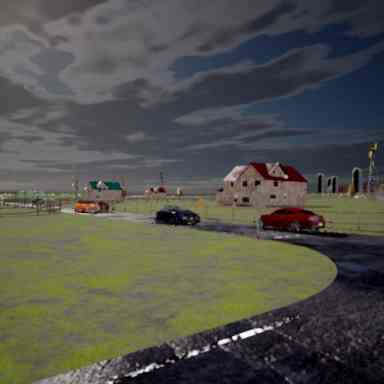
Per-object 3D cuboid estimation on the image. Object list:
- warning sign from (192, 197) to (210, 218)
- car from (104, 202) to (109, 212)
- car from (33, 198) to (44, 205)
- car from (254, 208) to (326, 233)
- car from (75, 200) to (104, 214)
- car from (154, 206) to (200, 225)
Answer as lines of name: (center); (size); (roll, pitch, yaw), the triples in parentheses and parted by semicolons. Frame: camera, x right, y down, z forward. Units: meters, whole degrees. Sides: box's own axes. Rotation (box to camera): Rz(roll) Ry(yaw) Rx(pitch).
warning sign: (0.891, 1.469, 31.804); (1.300, 1.860, 1.060); (2, -1, -36)
car: (-13.487, 2.030, 47.543); (1.882, 1.535, 5.008); (1, -2, -35)
car: (-39.013, 2.499, 84.373); (2.097, 1.767, 4.553); (1, -2, -36)
car: (5.978, 1.691, 20.712); (1.812, 1.442, 4.674); (2, -2, -34)
car: (-13.373, 1.792, 42.489); (2.097, 1.767, 4.553); (1, -1, -36)
car: (-1.180, 1.760, 25.589); (1.994, 1.385, 4.181); (2, -2, -36)
